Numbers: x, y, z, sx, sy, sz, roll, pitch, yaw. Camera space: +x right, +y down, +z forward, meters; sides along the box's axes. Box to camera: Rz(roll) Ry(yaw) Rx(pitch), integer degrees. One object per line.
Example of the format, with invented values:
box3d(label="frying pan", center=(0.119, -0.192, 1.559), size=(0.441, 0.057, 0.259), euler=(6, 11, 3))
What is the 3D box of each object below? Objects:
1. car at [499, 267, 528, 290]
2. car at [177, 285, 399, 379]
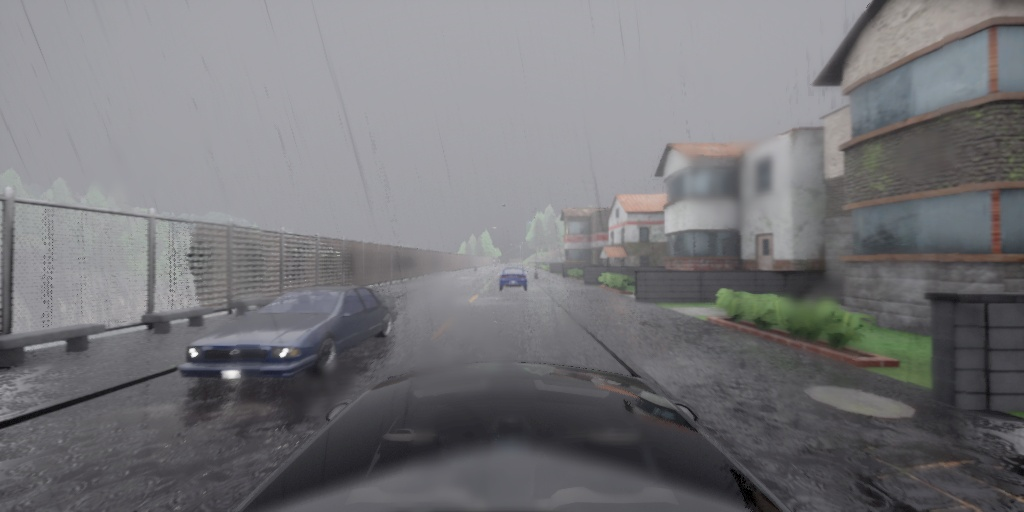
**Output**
box3d(label="car", center=(0.094, 1.529, 25.344), size=(1.882, 1.535, 5.008), euler=(0, -1, 0))
box3d(label="car", center=(-4.092, 1.376, 7.902), size=(2.033, 1.411, 5.357), euler=(0, -1, 0))
